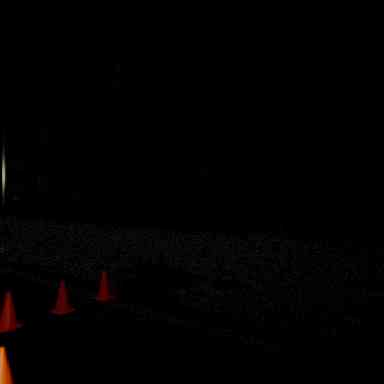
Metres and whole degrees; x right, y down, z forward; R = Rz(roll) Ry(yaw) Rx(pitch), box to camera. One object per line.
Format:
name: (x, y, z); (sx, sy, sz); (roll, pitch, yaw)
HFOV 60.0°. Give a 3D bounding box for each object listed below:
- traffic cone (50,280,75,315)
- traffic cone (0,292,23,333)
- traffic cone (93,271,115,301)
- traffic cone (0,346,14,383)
traffic cone: (-2.495, 1.995, 6.407); (0.340, 0.580, 0.340); (0, 0, 36)
traffic cone: (-3.084, 1.988, 5.598); (0.340, 0.580, 0.340); (0, 0, 36)
traffic cone: (-1.907, 2.003, 7.215); (0.340, 0.580, 0.340); (0, 0, 36)
traffic cone: (-2.055, 1.977, 3.613); (0.340, 0.580, 0.340); (0, -1, 36)
